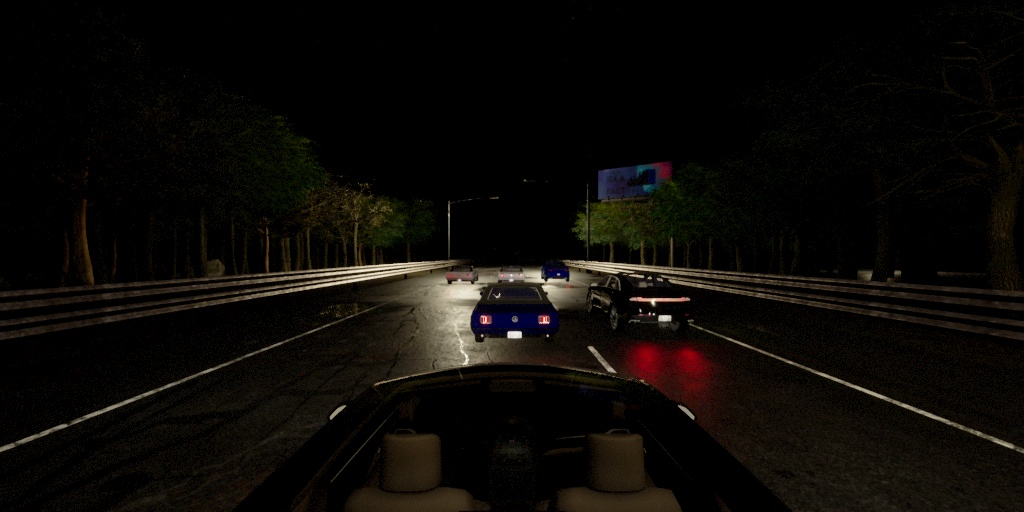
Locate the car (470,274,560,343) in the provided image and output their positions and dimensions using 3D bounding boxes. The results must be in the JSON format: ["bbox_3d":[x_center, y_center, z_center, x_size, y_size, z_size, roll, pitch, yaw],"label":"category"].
[{"bbox_3d":[0.053,1.351,9.664,1.895,1.301,4.718,0,0,0],"label":"car"}]

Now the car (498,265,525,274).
[{"bbox_3d":[-0.047,1.350,26.504,1.895,1.301,4.718,0,0,0],"label":"car"}]

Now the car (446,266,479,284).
[{"bbox_3d":[-3.548,1.350,26.434,1.895,1.301,4.718,0,0,0],"label":"car"}]

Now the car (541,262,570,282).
[{"bbox_3d":[3.438,1.227,29.095,1.882,1.535,5.008,0,0,-1],"label":"car"}]

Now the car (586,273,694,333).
[{"bbox_3d":[3.548,1.241,10.787,2.128,1.511,4.902,0,0,0],"label":"car"}]
